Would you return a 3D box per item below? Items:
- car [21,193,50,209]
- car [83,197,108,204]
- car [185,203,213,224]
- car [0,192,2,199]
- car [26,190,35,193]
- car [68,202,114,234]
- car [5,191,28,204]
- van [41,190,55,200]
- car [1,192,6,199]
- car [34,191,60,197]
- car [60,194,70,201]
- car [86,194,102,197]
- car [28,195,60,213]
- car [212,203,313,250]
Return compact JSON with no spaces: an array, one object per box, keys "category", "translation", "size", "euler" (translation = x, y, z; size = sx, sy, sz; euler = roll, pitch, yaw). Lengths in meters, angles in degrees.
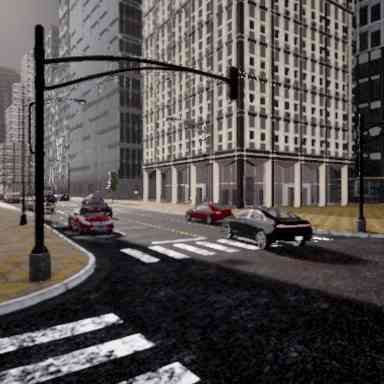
[{"category":"car","translation":[-17.177,1.141,36.429],"size":[1.752,1.417,4.829],"euler":[1,0,-33]},{"category":"car","translation":[-7.643,1.316,26.133],"size":[1.994,1.385,4.181],"euler":[0,1,-32]},{"category":"car","translation":[1.147,1.403,22.484],"size":[1.802,1.307,4.206],"euler":[1,0,-31]},{"category":"car","translation":[-36.362,0.705,63.917],"size":[1.967,1.590,4.097],"euler":[1,0,-37]},{"category":"car","translation":[-39.611,0.400,81.358],"size":[2.192,1.841,5.009],"euler":[1,0,-38]},{"category":"car","translation":[-5.518,1.423,17.859],"size":[1.802,1.307,4.206],"euler":[1,0,-31]},{"category":"car","translation":[-26.583,0.984,50.405],"size":[1.887,1.381,4.507],"euler":[1,0,-35]},{"category":"van","translation":[-29.530,0.598,68.186],"size":[1.690,1.788,3.998],"euler":[1,0,-37]},{"category":"car","translation":[-29.694,0.908,54.807],"size":[1.752,1.417,4.829],"euler":[1,0,-35]},{"category":"car","translation":[-19.867,0.996,45.298],"size":[1.882,1.535,5.008],"euler":[0,1,-33]},{"category":"car","translation":[-23.024,0.937,59.276],"size":[1.947,1.339,4.313],"euler":[1,0,-36]},{"category":"car","translation":[-13.515,0.982,45.733],"size":[1.967,1.590,4.097],"euler":[1,0,-34]},{"category":"car","translation":[-14.274,1.253,31.903],"size":[1.802,1.307,4.206],"euler":[1,0,-32]},{"category":"car","translation":[2.940,1.401,14.070],"size":[2.128,1.511,4.902],"euler":[0,0,-21]}]
